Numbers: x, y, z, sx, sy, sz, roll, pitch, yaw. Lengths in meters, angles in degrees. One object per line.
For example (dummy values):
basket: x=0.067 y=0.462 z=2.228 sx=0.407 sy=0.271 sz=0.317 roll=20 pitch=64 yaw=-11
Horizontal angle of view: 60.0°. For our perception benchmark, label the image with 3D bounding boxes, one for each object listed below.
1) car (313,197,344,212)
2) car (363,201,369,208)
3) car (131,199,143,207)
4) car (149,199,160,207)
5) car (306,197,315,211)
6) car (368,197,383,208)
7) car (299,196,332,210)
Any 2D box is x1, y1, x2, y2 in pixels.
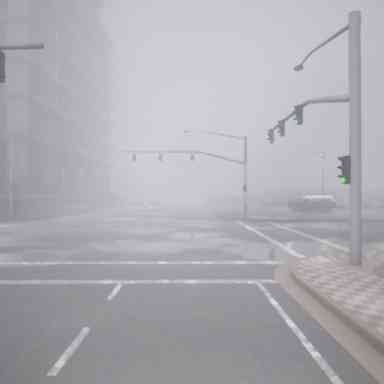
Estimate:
car: x=21.411 y=1.932 z=51.618 sx=3.806 sy=1.475 sz=1.970 roll=0 pitch=-1 yaw=0
car: x=36.571 y=2.028 z=65.553 sx=3.905 sy=1.438 sz=1.784 roll=0 pitch=-1 yaw=0
car: x=-10.905 y=2.105 z=66.454 sx=1.882 sy=1.535 sz=5.008 roll=0 pitch=0 yaw=0
car: x=-7.403 y=2.173 z=66.527 sx=2.033 sy=1.411 sz=5.357 roll=0 pitch=-1 yaw=0
car: x=21.429 y=1.928 z=54.514 sx=3.905 sy=1.438 sz=1.784 roll=0 pitch=-1 yaw=0
car: x=36.489 y=1.790 z=62.659 sx=4.605 sy=1.855 sz=1.932 roll=0 pitch=-1 yaw=0
car: x=21.395 y=1.742 z=57.199 sx=4.605 sy=1.855 sz=1.932 roll=0 pitch=-1 yaw=0
